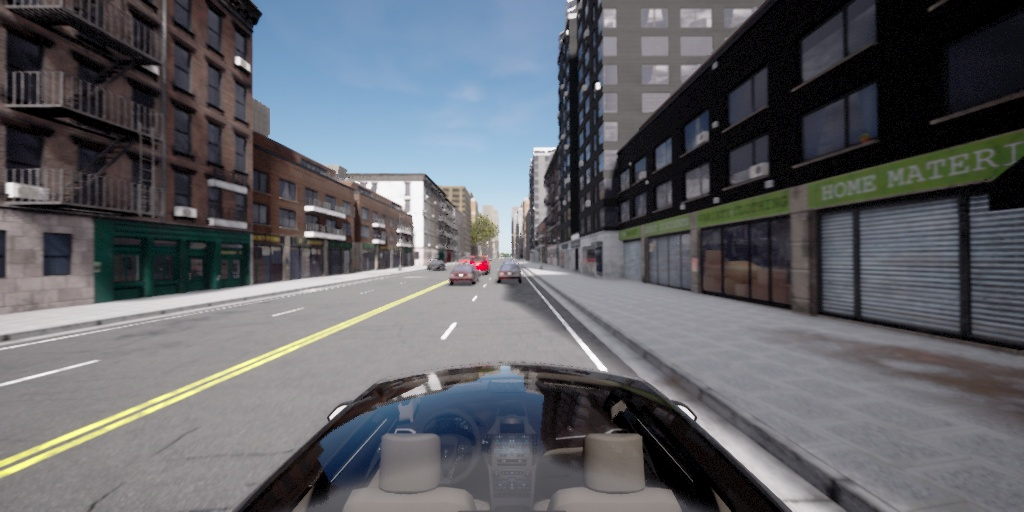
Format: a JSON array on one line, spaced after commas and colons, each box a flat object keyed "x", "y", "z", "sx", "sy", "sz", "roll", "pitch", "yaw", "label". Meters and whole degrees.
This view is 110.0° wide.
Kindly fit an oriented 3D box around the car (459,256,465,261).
[{"x": -7.057, "y": 0.998, "z": 56.614, "sx": 2.150, "sy": 2.045, "sz": 5.566, "roll": 0, "pitch": 0, "yaw": 0, "label": "car"}]

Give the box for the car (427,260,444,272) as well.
[{"x": -10.280, "y": 1.278, "z": 48.941, "sx": 1.882, "sy": 1.535, "sz": 5.008, "roll": 0, "pitch": 0, "yaw": 0, "label": "car"}]

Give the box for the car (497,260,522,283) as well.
[{"x": -0.181, "y": 1.288, "z": 27.980, "sx": 2.033, "sy": 1.411, "sz": 5.357, "roll": 0, "pitch": 0, "yaw": 0, "label": "car"}]

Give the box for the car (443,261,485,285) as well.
[{"x": -3.415, "y": 1.314, "z": 26.410, "sx": 2.033, "sy": 1.411, "sz": 5.357, "roll": 0, "pitch": 0, "yaw": 0, "label": "car"}]

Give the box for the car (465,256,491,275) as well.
[{"x": -3.564, "y": 0.979, "z": 39.913, "sx": 2.150, "sy": 2.045, "sz": 5.566, "roll": 0, "pitch": 0, "yaw": 0, "label": "car"}]
